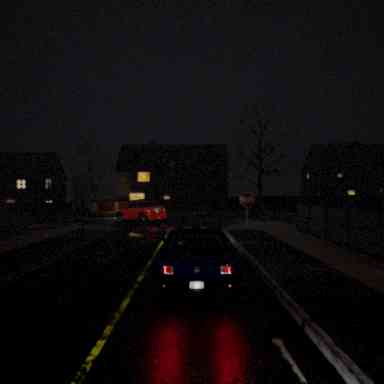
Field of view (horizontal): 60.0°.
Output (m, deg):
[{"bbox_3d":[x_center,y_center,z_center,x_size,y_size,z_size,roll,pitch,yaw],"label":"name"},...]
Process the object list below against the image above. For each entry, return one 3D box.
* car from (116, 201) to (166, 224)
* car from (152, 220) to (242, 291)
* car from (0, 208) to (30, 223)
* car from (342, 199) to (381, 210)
[{"bbox_3d":[-4.212,1.538,26.864,4.553,1.767,2.097,-3,0,44],"label":"car"},{"bbox_3d":[0.101,1.650,9.106,1.895,1.301,4.718,0,0,0],"label":"car"},{"bbox_3d":[-15.184,1.984,25.743,4.892,1.490,1.837,-1,1,0],"label":"car"},{"bbox_3d":[14.428,1.304,28.729,5.357,1.411,2.033,-1,1,0],"label":"car"}]
